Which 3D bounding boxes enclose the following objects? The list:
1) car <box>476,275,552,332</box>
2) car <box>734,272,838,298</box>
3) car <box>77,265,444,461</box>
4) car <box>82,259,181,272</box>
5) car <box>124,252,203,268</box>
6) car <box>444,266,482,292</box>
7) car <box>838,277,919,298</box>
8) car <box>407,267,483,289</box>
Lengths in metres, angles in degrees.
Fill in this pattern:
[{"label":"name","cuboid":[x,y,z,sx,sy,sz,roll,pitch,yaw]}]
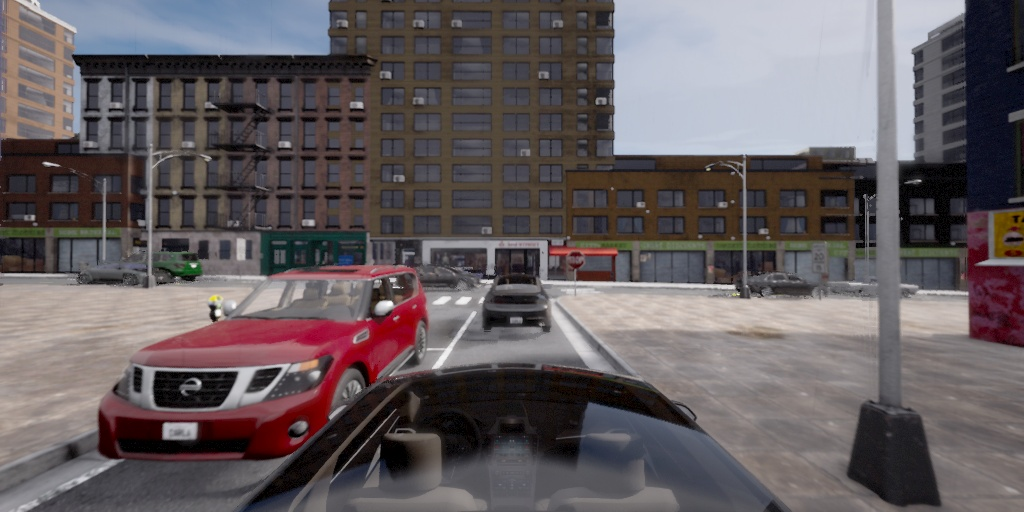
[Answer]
[{"label":"car","cuboid":[0.177,1.313,11.140,1.837,1.490,4.892,0,0,2]},{"label":"car","cuboid":[15.930,1.731,21.296,4.892,1.490,1.837,1,-1,0]},{"label":"car","cuboid":[-2.634,1.086,5.356,2.192,1.841,5.009,0,0,0]},{"label":"car","cuboid":[-22.702,1.077,21.171,4.181,1.385,1.994,1,-1,0]},{"label":"car","cuboid":[-24.083,0.743,24.120,5.566,2.045,2.150,1,-1,0]},{"label":"car","cuboid":[-4.258,1.317,21.229,4.892,1.490,1.837,0,-1,0]},{"label":"car","cuboid":[24.215,2.074,24.267,4.718,1.301,1.895,2,-1,0]},{"label":"car","cuboid":[-4.426,1.438,24.174,4.718,1.301,1.895,1,-1,0]}]
